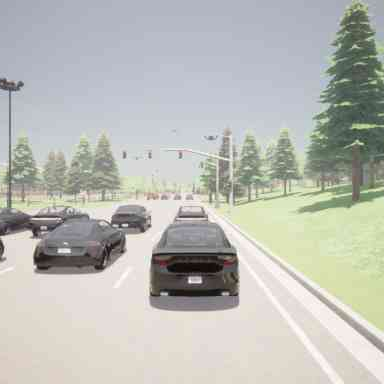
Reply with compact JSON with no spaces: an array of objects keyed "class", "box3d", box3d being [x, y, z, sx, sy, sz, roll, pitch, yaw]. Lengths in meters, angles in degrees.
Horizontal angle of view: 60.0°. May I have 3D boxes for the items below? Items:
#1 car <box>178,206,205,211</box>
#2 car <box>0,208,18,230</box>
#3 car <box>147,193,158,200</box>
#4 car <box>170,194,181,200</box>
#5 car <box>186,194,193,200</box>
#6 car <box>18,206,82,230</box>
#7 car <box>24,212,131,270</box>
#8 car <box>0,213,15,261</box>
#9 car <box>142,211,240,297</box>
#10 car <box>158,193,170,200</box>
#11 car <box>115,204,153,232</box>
[{"class":"car","box3d":[-0.031,1.492,18.133,2.128,1.511,4.902,0,0,0]},{"class":"car","box3d":[-10.534,1.564,18.648,1.994,1.385,4.181,0,0,0]},{"class":"car","box3d":[-11.161,1.217,92.021,2.150,2.045,5.566,0,0,0]},{"class":"car","box3d":[-4.161,1.517,92.041,2.128,1.511,4.902,0,0,0]},{"class":"car","box3d":[-0.665,1.545,92.483,1.994,1.385,4.181,0,0,0]},{"class":"car","box3d":[-7.031,1.492,18.172,2.128,1.511,4.902,0,0,0]},{"class":"car","box3d":[-3.479,1.564,11.044,1.994,1.385,4.181,0,0,0]},{"class":"car","box3d":[-6.973,1.526,8.906,1.812,1.442,4.674,0,0,-1]},{"class":"car","box3d":[0.041,1.478,8.640,1.882,1.535,5.008,0,0,0]},{"class":"car","box3d":[-7.661,1.491,92.016,1.837,1.490,4.892,0,0,0]},{"class":"car","box3d":[-3.541,1.505,19.909,1.837,1.490,4.892,0,0,0]}]
